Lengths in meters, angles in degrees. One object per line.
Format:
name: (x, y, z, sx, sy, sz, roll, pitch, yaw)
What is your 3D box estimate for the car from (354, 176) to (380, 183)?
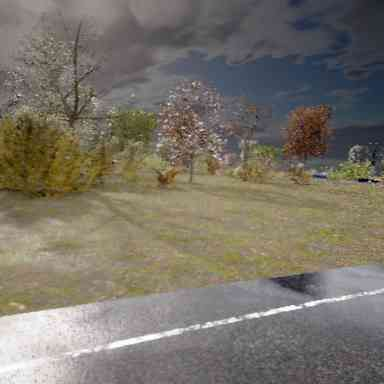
car: (34.659, -2.455, 66.047, 1.895, 1.301, 4.718, 1, 5, -24)

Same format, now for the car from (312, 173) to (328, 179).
car: (29.795, -3.736, 77.018, 1.812, 1.442, 4.674, 1, 5, -24)
